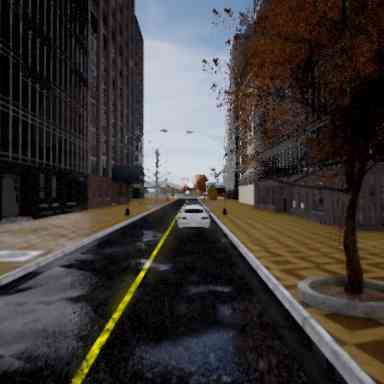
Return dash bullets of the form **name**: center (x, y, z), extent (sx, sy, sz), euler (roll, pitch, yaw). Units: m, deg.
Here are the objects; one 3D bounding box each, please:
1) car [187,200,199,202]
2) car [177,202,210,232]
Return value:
- **car**: center (0.110, 1.620, 38.041), extent (1.895, 1.301, 4.718), euler (0, 0, 0)
- **car**: center (0.106, 1.534, 19.863), extent (1.812, 1.442, 4.674), euler (0, 0, 0)
